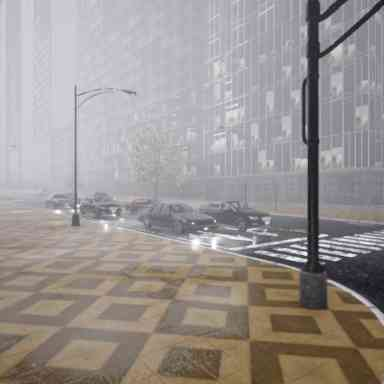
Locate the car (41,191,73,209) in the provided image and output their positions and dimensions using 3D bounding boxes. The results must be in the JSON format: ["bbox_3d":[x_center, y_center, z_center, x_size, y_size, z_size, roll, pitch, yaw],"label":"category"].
[{"bbox_3d":[-13.383,0.900,33.531,1.812,1.442,4.674,0,1,-38],"label":"car"}]

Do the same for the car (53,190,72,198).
[{"bbox_3d":[-25.378,0.313,65.041,2.033,1.411,5.357,0,1,-38],"label":"car"}]

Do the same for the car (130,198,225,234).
[{"bbox_3d":[-0.974,1.290,17.688,2.033,1.411,5.357,0,1,-38],"label":"car"}]

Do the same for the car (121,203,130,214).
[{"bbox_3d":[-3.416,1.191,26.063,1.895,1.301,4.718,0,1,-38],"label":"car"}]

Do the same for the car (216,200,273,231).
[{"bbox_3d":[2.309,1.251,18.772,2.128,1.511,4.902,0,1,-38],"label":"car"}]

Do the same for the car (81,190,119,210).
[{"bbox_3d":[-9.383,0.765,33.687,2.097,1.767,4.553,0,1,-38],"label":"car"}]

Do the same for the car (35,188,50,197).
[{"bbox_3d":[-28.479,0.108,63.731,2.097,1.767,4.553,0,1,-38],"label":"car"}]

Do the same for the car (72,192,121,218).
[{"bbox_3d":[-7.049,1.054,25.428,2.128,1.511,4.902,0,1,-38],"label":"car"}]
